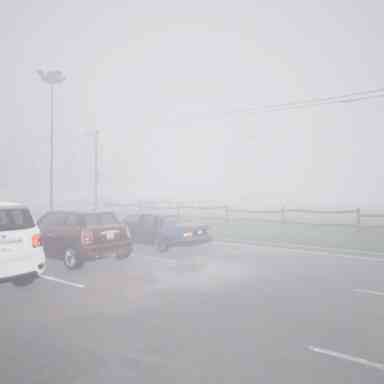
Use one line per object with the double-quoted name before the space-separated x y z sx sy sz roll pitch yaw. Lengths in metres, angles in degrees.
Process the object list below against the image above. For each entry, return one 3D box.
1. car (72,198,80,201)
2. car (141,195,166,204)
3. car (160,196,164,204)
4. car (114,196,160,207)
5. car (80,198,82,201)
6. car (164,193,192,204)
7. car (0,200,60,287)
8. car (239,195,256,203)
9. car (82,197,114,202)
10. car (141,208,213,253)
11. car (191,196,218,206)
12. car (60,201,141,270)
"car" -17.364 1.572 52.481 1.895 1.301 4.718 0 0 36
"car" -7.578 1.464 65.786 2.128 1.511 4.902 0 0 37
"car" -5.083 1.478 63.305 1.837 1.490 4.892 0 0 37
"car" -7.001 1.528 42.947 2.033 1.411 5.357 0 0 36
"car" -14.313 1.538 50.728 1.994 1.385 4.181 0 0 36
"car" -2.116 1.200 61.445 2.150 2.045 5.566 0 0 36
"car" -5.845 1.216 8.109 5.566 2.045 2.150 0 0 36
"car" 11.404 1.468 67.972 1.837 1.490 4.892 0 1 36
"car" -12.545 1.454 47.218 1.882 1.535 5.008 0 0 36
"car" -1.740 1.542 13.782 5.357 1.411 2.033 0 0 36
"car" 2.373 1.581 55.759 1.895 1.301 4.718 0 0 36
"car" -4.176 1.346 11.222 4.553 1.767 2.097 0 0 36
